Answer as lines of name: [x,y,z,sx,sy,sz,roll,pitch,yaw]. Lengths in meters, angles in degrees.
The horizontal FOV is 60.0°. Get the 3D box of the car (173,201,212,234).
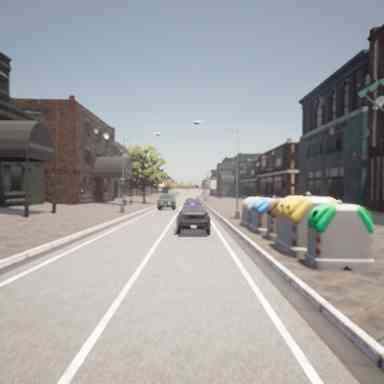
car: [0.084,1.509,19.297,1.837,1.490,4.892,1,0,0]

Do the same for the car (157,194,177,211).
car: [-3.129,1.243,42.218,2.150,2.045,5.566,1,-1,0]

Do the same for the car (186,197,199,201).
car: [0.059,1.399,38.400,2.097,1.767,4.553,1,0,0]
